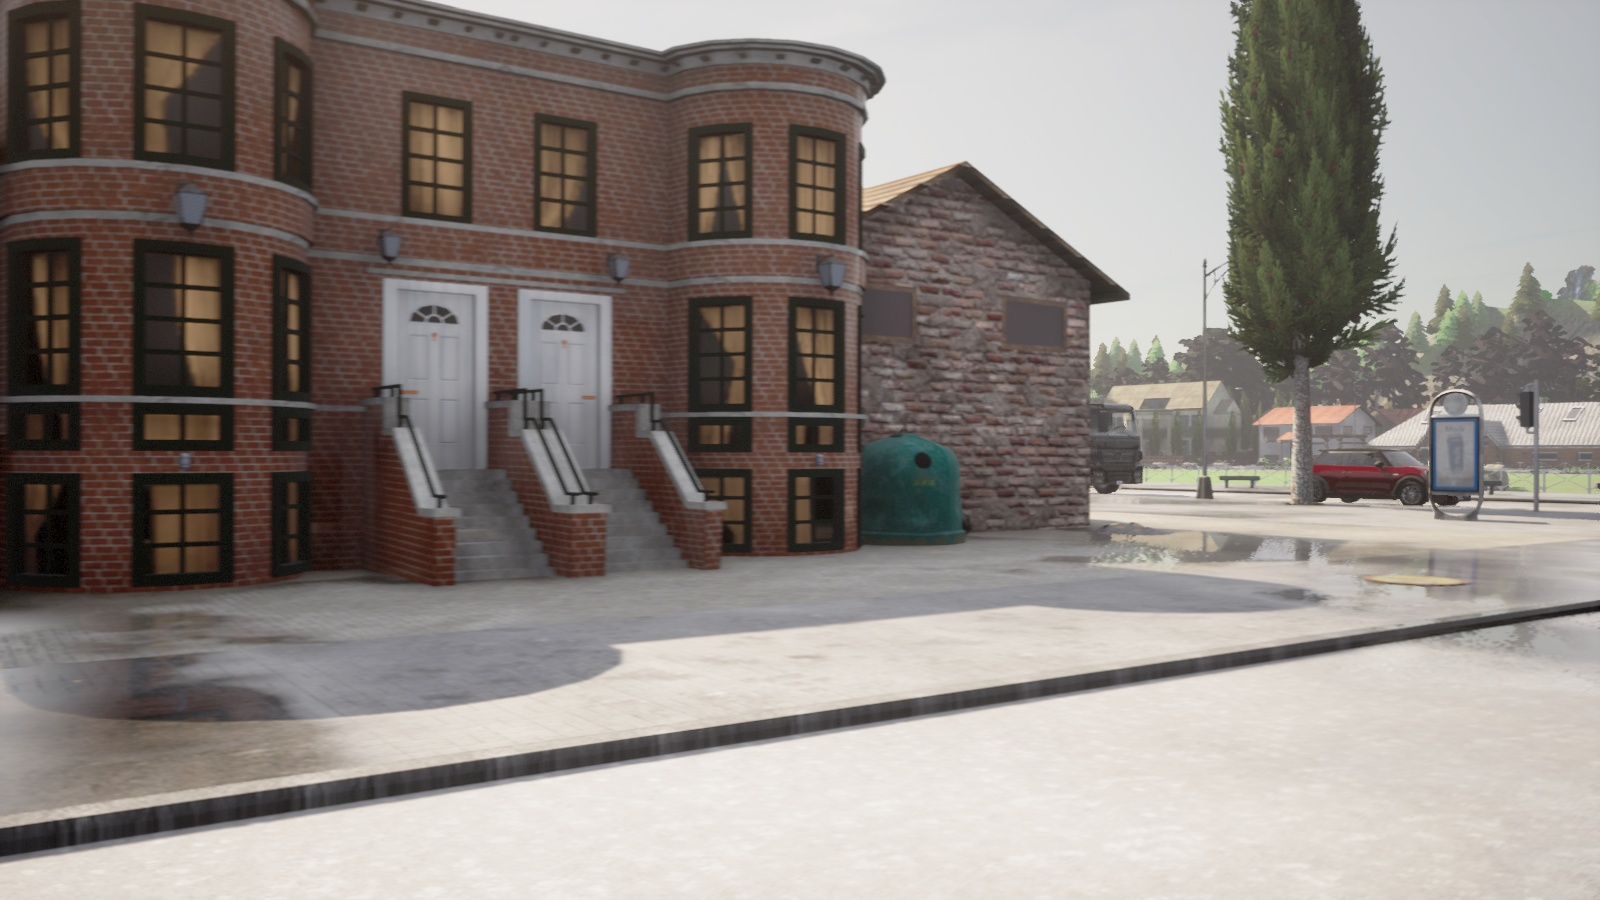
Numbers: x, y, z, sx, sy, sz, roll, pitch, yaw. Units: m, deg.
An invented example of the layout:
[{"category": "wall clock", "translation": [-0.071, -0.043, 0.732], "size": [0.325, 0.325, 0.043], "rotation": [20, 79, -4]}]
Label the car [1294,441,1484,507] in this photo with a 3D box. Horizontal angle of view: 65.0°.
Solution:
[{"category": "car", "translation": [17.027, 0.657, 36.486], "size": [2.097, 1.767, 4.553], "rotation": [0, 0, -35]}]

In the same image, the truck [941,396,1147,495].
[{"category": "truck", "translation": [9.100, -0.139, 47.864], "size": [2.891, 3.462, 7.936], "rotation": [0, 0, -35]}]
